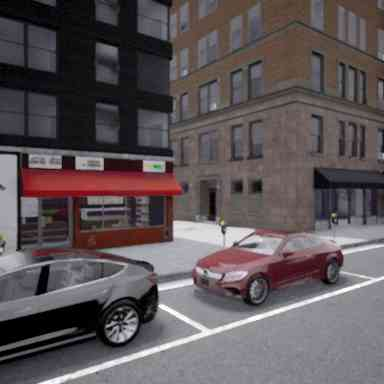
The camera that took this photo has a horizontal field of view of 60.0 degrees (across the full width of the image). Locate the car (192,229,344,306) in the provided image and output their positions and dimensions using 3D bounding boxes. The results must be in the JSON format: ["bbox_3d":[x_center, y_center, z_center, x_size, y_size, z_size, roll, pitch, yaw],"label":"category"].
[{"bbox_3d":[1.965,1.574,7.934,4.206,1.307,1.802,0,0,-35],"label":"car"}]

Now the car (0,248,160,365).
[{"bbox_3d":[-2.515,1.565,4.741,4.313,1.339,1.947,0,0,-35],"label":"car"}]
